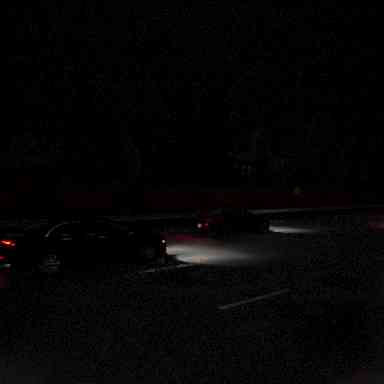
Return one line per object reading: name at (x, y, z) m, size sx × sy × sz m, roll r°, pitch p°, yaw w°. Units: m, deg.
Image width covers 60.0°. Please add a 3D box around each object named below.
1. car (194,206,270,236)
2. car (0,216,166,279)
car at (2.238, 1.526, 18.327) m, size 4.674 × 1.442 × 1.812 m, roll 0°, pitch 0°, yaw -36°
car at (-3.093, 1.503, 10.152) m, size 4.892 × 1.490 × 1.837 m, roll 1°, pitch 0°, yaw -36°
